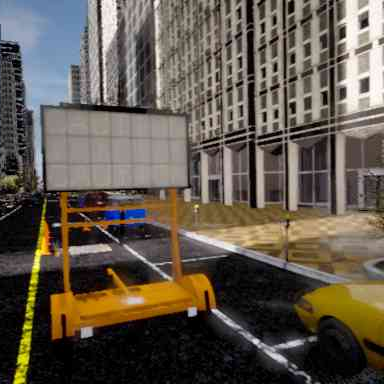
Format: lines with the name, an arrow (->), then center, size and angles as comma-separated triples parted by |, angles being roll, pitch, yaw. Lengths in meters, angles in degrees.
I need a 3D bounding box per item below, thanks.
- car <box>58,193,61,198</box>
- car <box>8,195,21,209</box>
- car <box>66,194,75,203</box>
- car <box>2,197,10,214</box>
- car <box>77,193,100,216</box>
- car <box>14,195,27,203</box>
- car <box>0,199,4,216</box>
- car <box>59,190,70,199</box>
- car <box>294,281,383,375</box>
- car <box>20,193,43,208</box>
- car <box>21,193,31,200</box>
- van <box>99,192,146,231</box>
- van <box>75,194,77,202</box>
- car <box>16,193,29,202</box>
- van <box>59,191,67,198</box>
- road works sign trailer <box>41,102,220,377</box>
car -> -28.773, 0.617, 75.673 | 2.192, 1.841, 5.009 | -3, 1, -24
car -> -22.818, 1.360, 41.073 | 2.008, 1.369, 4.403 | -3, 1, -24
car -> -19.680, 1.011, 54.838 | 2.008, 1.369, 4.403 | -3, 1, -24
car -> -18.275, 1.470, 30.653 | 1.802, 1.307, 4.206 | -3, 1, -24
car -> -8.334, 0.973, 28.782 | 2.192, 1.841, 5.009 | -3, 1, -24
car -> -31.901, 1.232, 61.913 | 1.802, 1.307, 4.206 | -3, 1, -24
car -> -16.006, 1.478, 25.442 | 2.008, 1.369, 4.403 | -3, 1, -24
car -> -31.044, 0.577, 80.883 | 2.192, 1.841, 5.009 | -3, 1, -24
car -> 2.961, 1.378, 2.892 | 1.752, 1.417, 4.829 | -3, 1, -24
car -> -21.178, 1.259, 43.892 | 2.033, 1.411, 5.357 | -2, 1, -23
car -> -38.647, 1.058, 77.387 | 1.752, 1.417, 4.829 | -3, 1, -24
van -> -3.791, 1.077, 18.362 | 1.690, 1.788, 3.998 | -3, 1, -24
van -> -10.604, 0.960, 33.993 | 1.690, 1.788, 3.998 | -3, 1, -24
car -> -34.176, 1.051, 67.120 | 1.967, 1.590, 4.097 | -3, 1, -24
van -> -33.314, 0.563, 86.094 | 1.690, 1.788, 3.998 | -3, 1, -24
road works sign trailer -> -1.215, 0.375, 5.678 | 2.380, 3.560, 2.880 | -2, 1, -24
